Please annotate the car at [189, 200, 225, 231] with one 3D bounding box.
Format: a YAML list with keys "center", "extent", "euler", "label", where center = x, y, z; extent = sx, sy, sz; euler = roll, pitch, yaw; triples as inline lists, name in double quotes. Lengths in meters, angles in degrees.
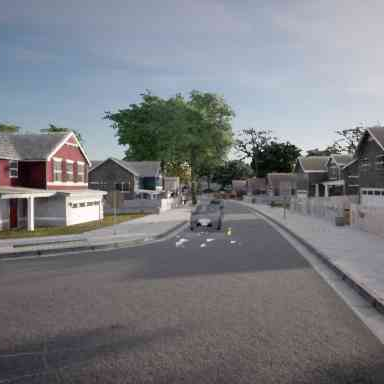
- center: [0.985, 1.512, 20.899]
  extent: [2.128, 1.511, 4.902]
  euler: [0, 0, 7]
  label: "car"
